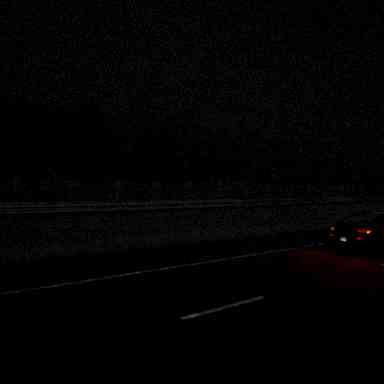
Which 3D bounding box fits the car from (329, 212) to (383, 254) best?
[{"bbox_3d":[7.362,1.514,13.344,4.674,1.442,1.812,0,0,-35],"label":"car"}]
